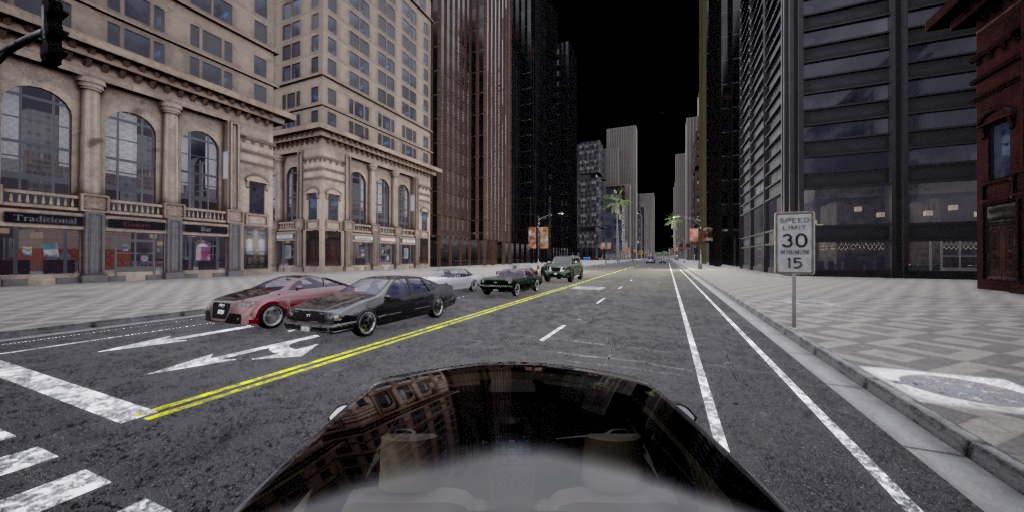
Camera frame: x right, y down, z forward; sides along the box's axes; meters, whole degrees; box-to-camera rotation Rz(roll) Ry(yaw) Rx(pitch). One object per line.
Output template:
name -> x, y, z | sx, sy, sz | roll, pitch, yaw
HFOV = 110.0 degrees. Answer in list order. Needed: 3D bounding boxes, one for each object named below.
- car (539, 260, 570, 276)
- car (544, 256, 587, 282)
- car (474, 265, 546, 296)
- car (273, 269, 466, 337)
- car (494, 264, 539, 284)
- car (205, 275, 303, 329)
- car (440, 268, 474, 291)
car -> 4.541, 1.251, 37.944 | 1.882, 1.535, 5.008 | 0, 0, 24
car -> 4.330, 0.987, 29.367 | 2.150, 2.045, 5.566 | 0, 0, 23
car -> 0.074, 1.358, 19.554 | 1.895, 1.301, 4.718 | 0, 0, 24
car -> -3.738, 1.299, 10.755 | 2.033, 1.411, 5.357 | 0, 0, 23
car -> 0.449, 1.364, 28.594 | 1.895, 1.301, 4.718 | 0, 0, 24
car -> -6.990, 1.316, 11.413 | 1.994, 1.385, 4.181 | 0, 0, 24
car -> -3.512, 1.357, 19.454 | 1.895, 1.301, 4.718 | 0, 0, 23
